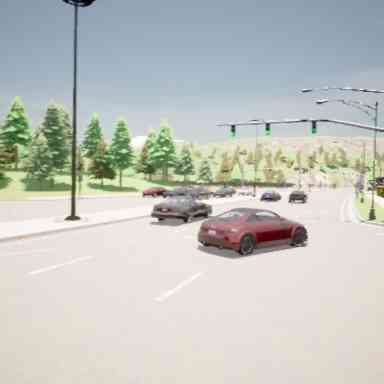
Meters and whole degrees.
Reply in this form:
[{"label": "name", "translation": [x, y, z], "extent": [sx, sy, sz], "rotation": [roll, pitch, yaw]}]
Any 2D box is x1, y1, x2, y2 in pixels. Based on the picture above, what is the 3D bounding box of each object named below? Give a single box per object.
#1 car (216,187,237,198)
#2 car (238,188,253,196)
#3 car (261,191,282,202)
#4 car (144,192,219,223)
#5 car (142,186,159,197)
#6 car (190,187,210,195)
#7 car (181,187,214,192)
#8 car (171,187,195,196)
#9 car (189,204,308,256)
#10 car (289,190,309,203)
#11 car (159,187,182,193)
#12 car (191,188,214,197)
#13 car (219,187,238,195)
[{"label": "car", "translation": [4.797, 0.118, 50.692], "extent": [1.812, 1.442, 4.674], "rotation": [2, 2, 26]}, {"label": "car", "translation": [9.943, -0.074, 61.319], "extent": [1.812, 1.442, 4.674], "rotation": [2, 2, 26]}, {"label": "car", "translation": [10.392, 0.505, 43.513], "extent": [1.994, 1.385, 4.181], "rotation": [2, 2, 25]}, {"label": "car", "translation": [-0.437, 0.939, 19.588], "extent": [2.033, 1.411, 5.357], "rotation": [2, 2, 23]}, {"label": "car", "translation": [-5.029, -0.038, 46.328], "extent": [1.882, 1.535, 5.008], "rotation": [2, 2, 26]}, {"label": "car", "translation": [1.552, -0.202, 60.074], "extent": [1.994, 1.385, 4.181], "rotation": [2, 2, 26]}, {"label": "car", "translation": [0.835, 0.248, 42.392], "extent": [1.837, 1.490, 4.892], "rotation": [2, 2, 26]}, {"label": "car", "translation": [-1.362, -0.130, 53.998], "extent": [1.812, 1.442, 4.674], "rotation": [2, 2, 26]}, {"label": "car", "translation": [2.244, 1.253, 11.779], "extent": [4.181, 1.385, 1.994], "rotation": [0, 2, -38]}, {"label": "car", "translation": [13.300, 0.577, 41.479], "extent": [1.837, 1.490, 4.892], "rotation": [2, 2, 25]}, {"label": "car", "translation": [-2.156, 0.180, 44.247], "extent": [1.994, 1.385, 4.181], "rotation": [2, 2, 26]}, {"label": "car", "translation": [1.706, 0.069, 52.337], "extent": [1.895, 1.301, 4.718], "rotation": [2, 2, 26]}, {"label": "car", "translation": [6.993, -0.181, 63.242], "extent": [2.033, 1.411, 5.357], "rotation": [2, 2, 26]}]
